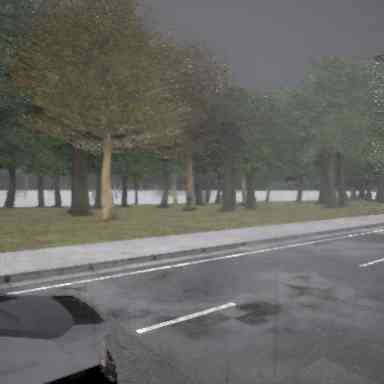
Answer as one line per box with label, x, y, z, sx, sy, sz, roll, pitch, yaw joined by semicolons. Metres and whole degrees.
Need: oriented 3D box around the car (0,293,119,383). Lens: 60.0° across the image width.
car;-2.801;1.452;1.695;4.902;1.511;2.128;0;1;-38
